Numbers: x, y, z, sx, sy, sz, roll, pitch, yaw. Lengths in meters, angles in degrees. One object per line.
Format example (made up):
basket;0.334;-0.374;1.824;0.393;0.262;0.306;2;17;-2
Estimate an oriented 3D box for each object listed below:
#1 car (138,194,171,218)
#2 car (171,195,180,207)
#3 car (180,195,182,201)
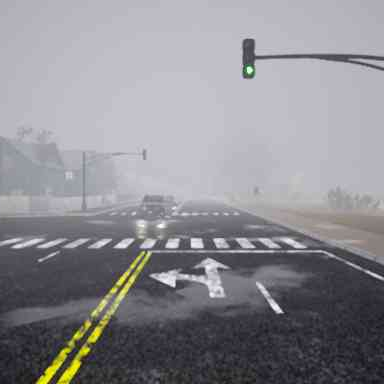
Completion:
car;-3.298;1.241;28.930;2.150;2.045;5.566;0;0;0
car;-3.332;1.171;48.452;2.097;1.767;4.553;0;0;0
car;-3.385;1.318;79.883;2.033;1.411;5.357;0;0;0
